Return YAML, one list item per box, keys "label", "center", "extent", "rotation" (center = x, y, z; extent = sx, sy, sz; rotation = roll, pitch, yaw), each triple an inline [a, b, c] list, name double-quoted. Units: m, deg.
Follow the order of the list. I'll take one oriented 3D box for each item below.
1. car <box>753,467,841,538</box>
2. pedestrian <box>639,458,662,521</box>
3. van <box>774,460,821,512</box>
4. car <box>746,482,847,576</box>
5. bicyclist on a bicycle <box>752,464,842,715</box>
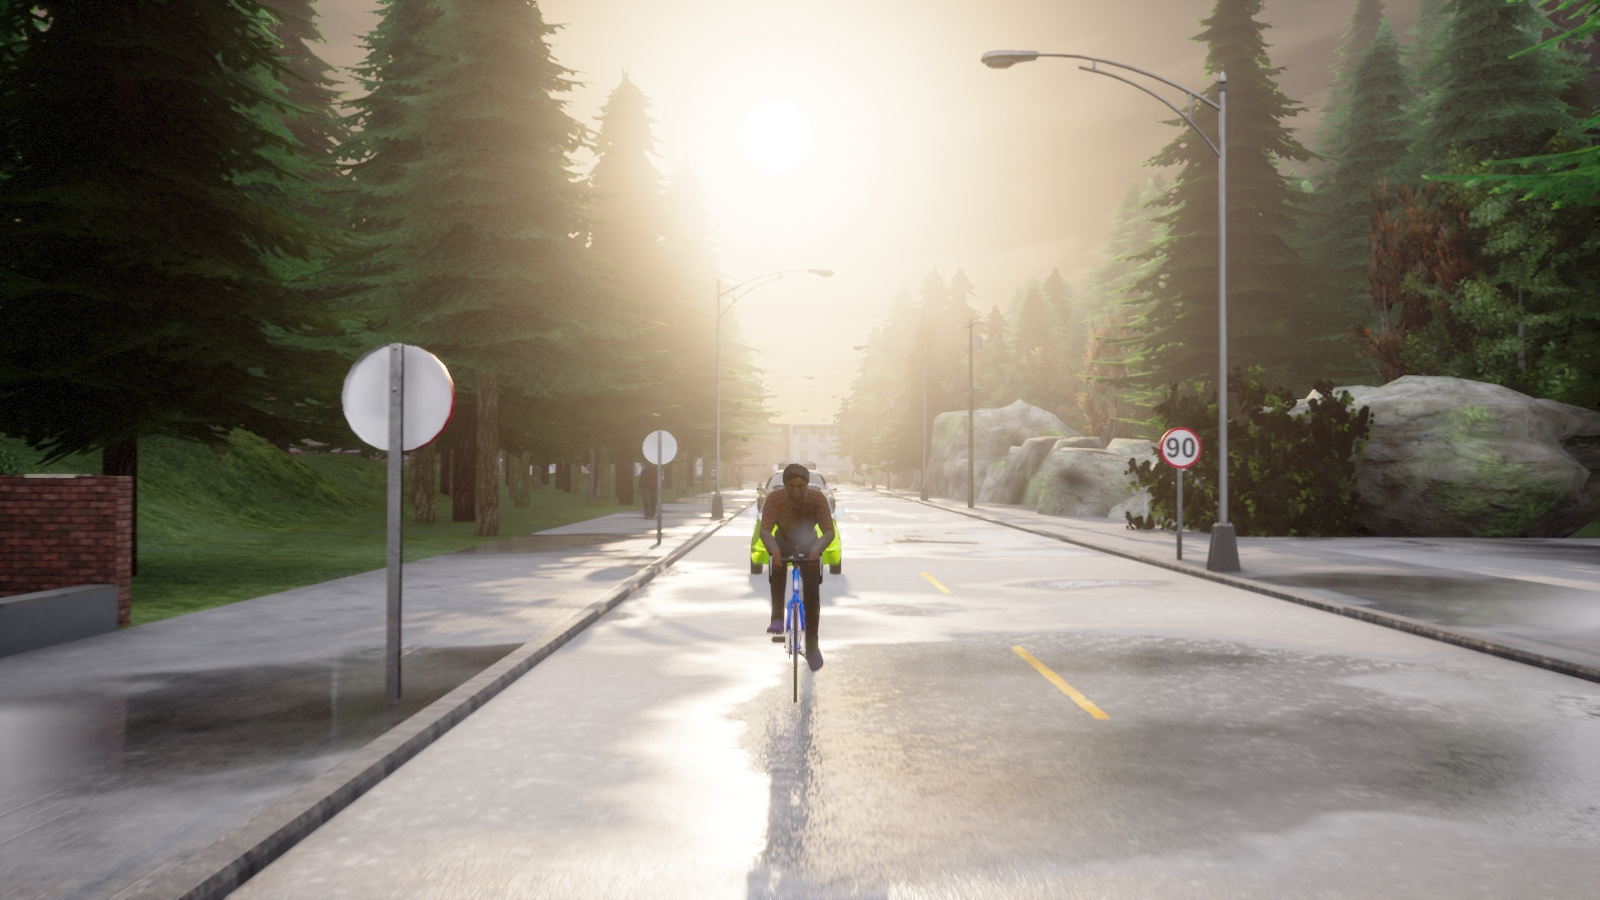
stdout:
- label: "car"
  center: [-0.078, 1.278, 31.708]
  extent: [2.033, 1.649, 4.856]
  rotation: [0, -1, 0]
- label: "pedestrian"
  center: [-4.429, 1.167, 37.312]
  extent: [0.634, 1.844, 0.899]
  rotation: [0, -1, -4]
- label: "van"
  center: [-0.101, 1.413, 50.435]
  extent: [1.775, 1.987, 4.442]
  rotation: [0, -1, 0]
- label: "car"
  center: [-0.049, 1.197, 19.592]
  extent: [1.481, 1.376, 2.207]
  rotation: [0, -2, 0]
- label: "bicyclist on a bicycle"
  center: [-0.023, 0.918, 8.996]
  extent: [0.582, 1.620, 1.656]
  rotation: [0, 0, 0]
